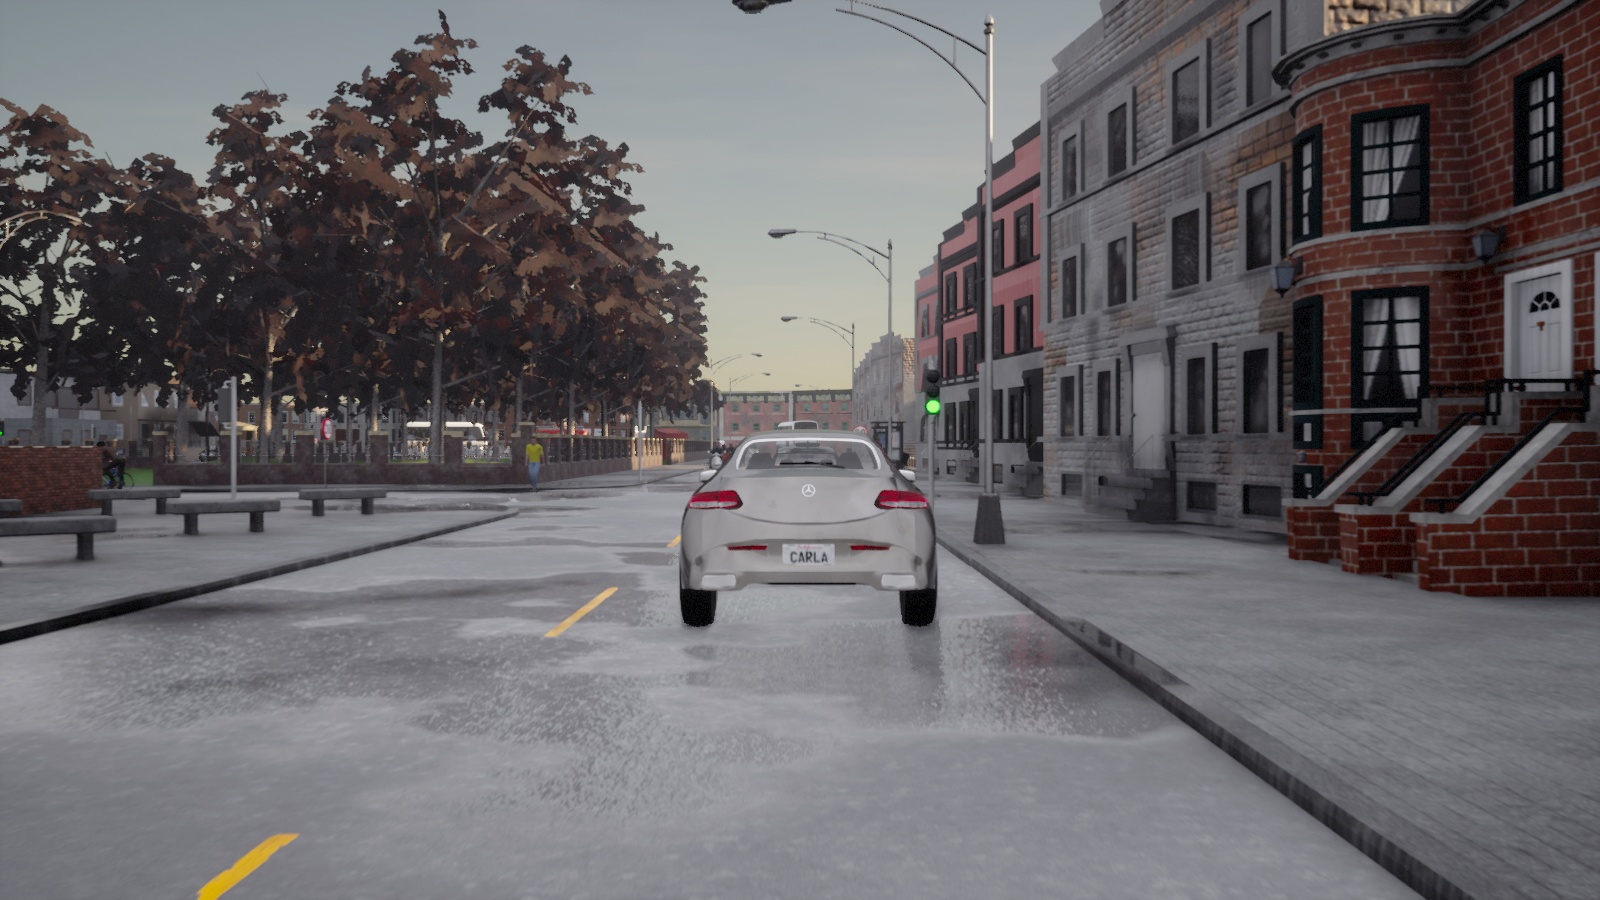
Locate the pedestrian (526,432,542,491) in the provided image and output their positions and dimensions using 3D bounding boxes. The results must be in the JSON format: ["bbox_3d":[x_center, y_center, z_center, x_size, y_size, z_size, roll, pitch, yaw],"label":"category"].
[{"bbox_3d":[-8.376,0.361,39.546,0.354,1.836,0.706,0,0,0],"label":"pedestrian"}]

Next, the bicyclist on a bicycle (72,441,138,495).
[{"bbox_3d":[-20.999,0.527,37.974,1.656,1.620,0.582,0,0,-1],"label":"bicyclist on a bicycle"}]

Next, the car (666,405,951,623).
[{"bbox_3d":[0.074,0.476,12.021,2.152,1.651,5.027,0,0,0],"label":"car"}]
